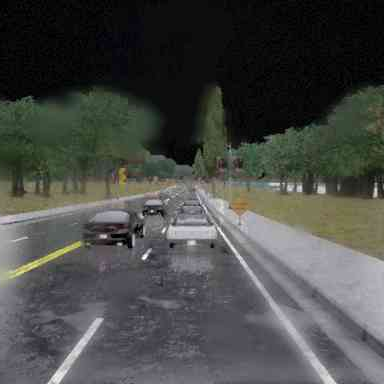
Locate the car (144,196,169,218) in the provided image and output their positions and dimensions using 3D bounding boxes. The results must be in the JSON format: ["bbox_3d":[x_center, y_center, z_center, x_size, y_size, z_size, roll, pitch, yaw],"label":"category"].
[{"bbox_3d":[-3.250,1.386,29.644,1.882,1.535,5.008,0,1,0],"label":"car"}]

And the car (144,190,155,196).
[{"bbox_3d":[-9.750,0.457,76.750,2.097,1.767,4.553,0,1,0],"label":"car"}]

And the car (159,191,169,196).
[{"bbox_3d":[-6.500,0.457,76.750,2.097,1.767,4.553,0,1,0],"label":"car"}]

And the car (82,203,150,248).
[{"bbox_3d":[-3.250,1.477,14.651,1.882,1.535,5.008,0,0,0],"label":"car"}]

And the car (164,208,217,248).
[{"bbox_3d":[0.000,1.608,14.681,1.895,1.301,4.718,0,0,0],"label":"car"}]

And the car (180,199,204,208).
[{"bbox_3d":[0.000,1.397,29.644,2.128,1.511,4.902,0,1,0],"label":"car"}]

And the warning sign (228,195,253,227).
[{"bbox_3d":[2.856,1.096,19.792,1.300,1.860,1.060,0,1,0],"label":"warning sign"}]
